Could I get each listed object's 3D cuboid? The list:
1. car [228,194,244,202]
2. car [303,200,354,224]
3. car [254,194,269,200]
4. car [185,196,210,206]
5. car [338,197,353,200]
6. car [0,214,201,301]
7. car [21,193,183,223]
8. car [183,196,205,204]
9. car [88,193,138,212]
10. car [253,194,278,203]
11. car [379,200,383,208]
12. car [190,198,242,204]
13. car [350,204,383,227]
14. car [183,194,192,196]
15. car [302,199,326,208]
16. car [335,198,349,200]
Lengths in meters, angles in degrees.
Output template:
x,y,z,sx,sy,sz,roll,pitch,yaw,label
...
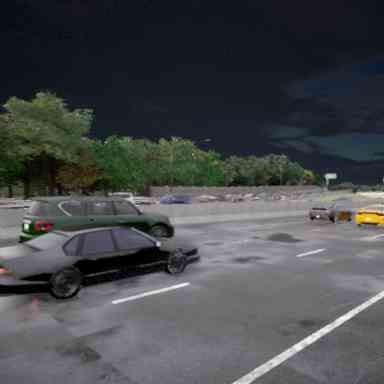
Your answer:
x,y,z,sx,sy,sz,roll,pitch,yaw,label
8.948,1.262,68.517,2.097,1.767,4.553,1,1,31,car
10.799,1.596,25.529,4.902,1.511,2.128,1,0,-44,car
17.210,1.200,81.771,1.882,1.535,5.008,1,1,33,car
1.010,1.461,55.080,1.882,1.535,5.008,1,0,31,car
27.976,1.907,61.280,5.566,2.045,2.150,2,-1,-44,car
-2.209,1.518,8.352,5.357,1.411,2.033,0,0,-44,car
-3.216,1.178,12.220,5.566,2.045,2.150,0,0,-44,car
0.340,1.499,35.173,4.902,1.511,2.128,1,0,-43,car
-9.238,1.133,39.360,2.150,2.045,5.566,0,0,37,car
11.055,1.598,50.138,4.553,1.767,2.097,1,-1,-43,car
39.960,2.540,67.835,5.008,1.535,1.882,2,-1,-43,car
2.378,1.549,32.284,4.674,1.442,1.812,1,0,-43,car
12.972,1.599,22.765,5.008,1.535,1.882,1,0,-43,car
-2.171,1.207,37.614,5.566,2.045,2.150,1,0,-43,car
22.337,2.108,60.765,5.357,1.411,2.033,2,-1,-43,car
21.473,2.038,50.320,4.718,1.301,1.895,2,-1,-43,car
